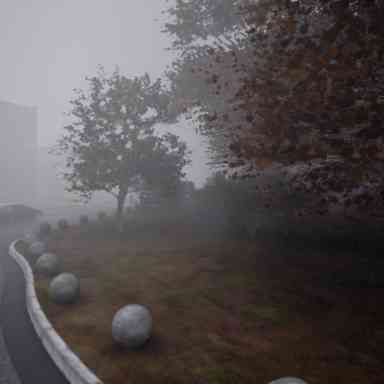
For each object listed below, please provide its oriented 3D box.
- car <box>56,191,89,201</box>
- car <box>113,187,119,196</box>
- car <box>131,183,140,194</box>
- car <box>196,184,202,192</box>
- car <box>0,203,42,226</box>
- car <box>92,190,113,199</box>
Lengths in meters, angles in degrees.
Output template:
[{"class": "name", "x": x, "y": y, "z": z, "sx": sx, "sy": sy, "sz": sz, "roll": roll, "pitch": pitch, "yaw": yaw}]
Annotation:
[{"class": "car", "x": -17.979, "y": 0.522, "z": 50.071, "sx": 1.946, "sy": 1.575, "sz": 5.366, "roll": 0, "pitch": 3, "yaw": 22}, {"class": "car", "x": -13.869, "y": -0.075, "z": 60.308, "sx": 1.946, "sy": 1.575, "sz": 5.366, "roll": 0, "pitch": 3, "yaw": 22}, {"class": "car", "x": -11.716, "y": -0.636, "z": 65.680, "sx": 2.435, "sy": 2.045, "sz": 5.566, "roll": 0, "pitch": 3, "yaw": 22}, {"class": "car", "x": 0.377, "y": -0.059, "z": 55.550, "sx": 1.994, "sy": 1.385, "sz": 4.181, "roll": 0, "pitch": 3, "yaw": 23}, {"class": "car", "x": -12.990, "y": 1.566, "z": 24.283, "sx": 1.837, "sy": 1.490, "sz": 4.892, "roll": -1, "pitch": 1, "yaw": 9}, {"class": "car", "x": -15.919, "y": 0.222, "z": 55.187, "sx": 1.946, "sy": 1.575, "sz": 5.366, "roll": 0, "pitch": 3, "yaw": 22}]
